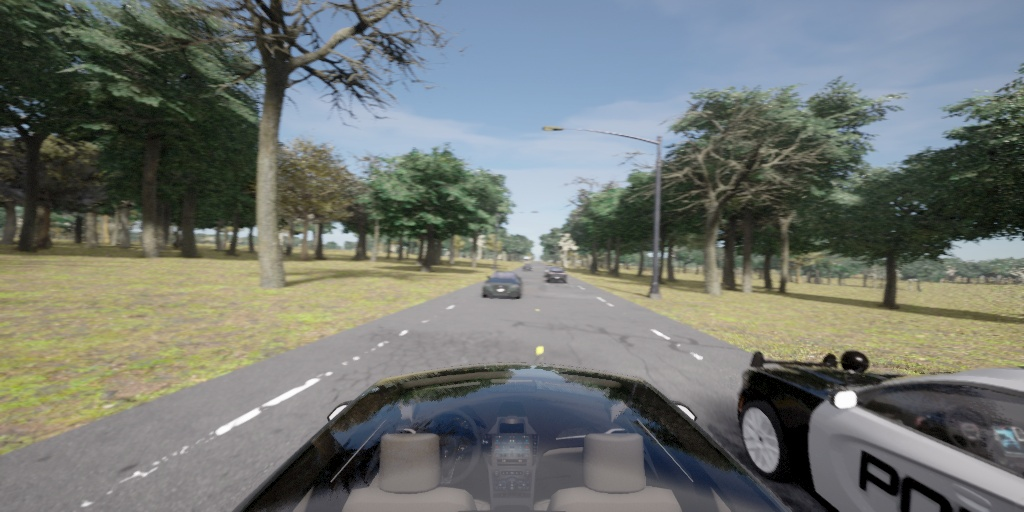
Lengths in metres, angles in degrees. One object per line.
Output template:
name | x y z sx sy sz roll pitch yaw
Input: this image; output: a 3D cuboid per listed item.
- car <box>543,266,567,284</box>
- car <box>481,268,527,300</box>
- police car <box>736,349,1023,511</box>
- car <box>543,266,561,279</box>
car | 4.318 1.818 35.011 2.128 1.511 4.902 2 -1 4
car | -0.425 1.517 19.576 1.994 1.385 4.181 2 -1 4
police car | 3.212 1.300 1.898 1.930 1.638 5.238 2 -1 4
car | 5.024 2.030 45.880 2.033 1.411 5.357 2 -1 4
